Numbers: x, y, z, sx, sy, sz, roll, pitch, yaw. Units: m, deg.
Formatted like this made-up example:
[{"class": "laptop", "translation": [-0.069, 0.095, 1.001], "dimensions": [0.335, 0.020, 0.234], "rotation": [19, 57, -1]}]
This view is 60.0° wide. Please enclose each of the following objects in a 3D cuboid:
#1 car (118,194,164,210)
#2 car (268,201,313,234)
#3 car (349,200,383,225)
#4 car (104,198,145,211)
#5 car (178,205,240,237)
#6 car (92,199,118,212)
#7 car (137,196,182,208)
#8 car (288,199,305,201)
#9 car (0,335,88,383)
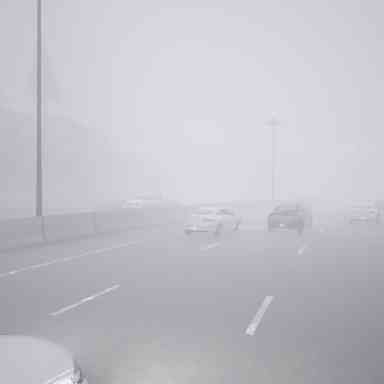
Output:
[{"class": "car", "translation": [-5.000, 1.221, 36.082], "dimensions": [2.150, 2.045, 5.566], "rotation": [0, 0, 32]}, {"class": "car", "translation": [5.795, 1.491, 19.364], "dimensions": [2.128, 1.511, 4.902], "rotation": [0, 0, 28]}, {"class": "car", "translation": [12.772, 1.525, 24.478], "dimensions": [1.812, 1.442, 4.674], "rotation": [0, 0, 31]}, {"class": "car", "translation": [-8.715, 1.546, 43.272], "dimensions": [2.033, 1.411, 5.357], "rotation": [0, 0, 33]}, {"class": "car", "translation": [1.156, 1.525, 18.047], "dimensions": [1.812, 1.442, 4.674], "rotation": [0, 0, 26]}, {"class": "car", "translation": [-8.741, 1.491, 36.607], "dimensions": [2.128, 1.511, 4.902], "rotation": [0, 0, 31]}, {"class": "car", "translation": [-2.777, 1.491, 32.956], "dimensions": [2.128, 1.511, 4.902], "rotation": [0, 0, 31]}, {"class": "car", "translation": [10.974, 1.491, 34.548], "dimensions": [2.128, 1.511, 4.902], "rotation": [0, 0, 34]}, {"class": "car", "translation": [-2.323, 1.525, 1.174], "dimensions": [1.812, 1.442, 4.674], "rotation": [0, 0, 20]}]
